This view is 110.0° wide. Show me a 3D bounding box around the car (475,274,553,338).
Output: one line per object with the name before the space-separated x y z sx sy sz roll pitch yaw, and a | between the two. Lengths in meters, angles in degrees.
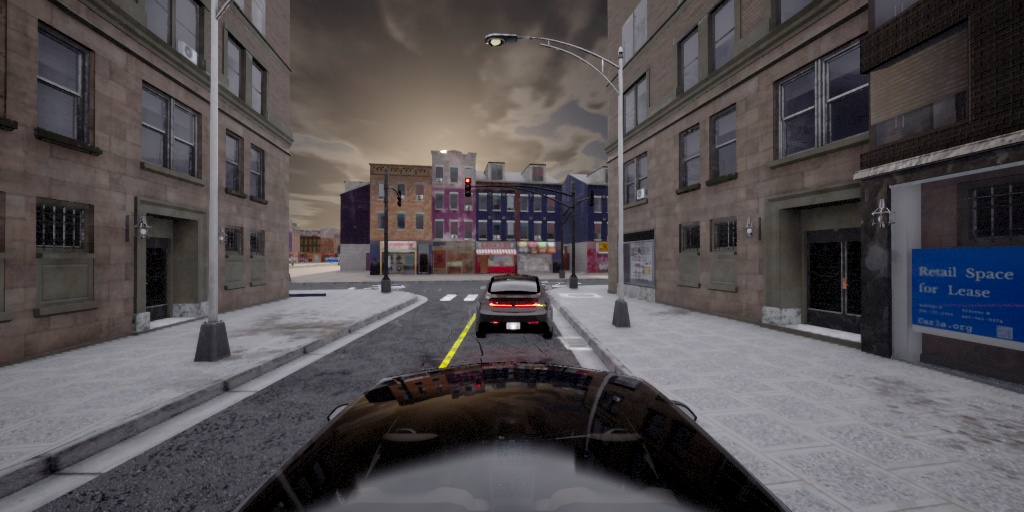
car | 0.097 1.255 10.137 1.837 1.490 4.892 0 0 2
